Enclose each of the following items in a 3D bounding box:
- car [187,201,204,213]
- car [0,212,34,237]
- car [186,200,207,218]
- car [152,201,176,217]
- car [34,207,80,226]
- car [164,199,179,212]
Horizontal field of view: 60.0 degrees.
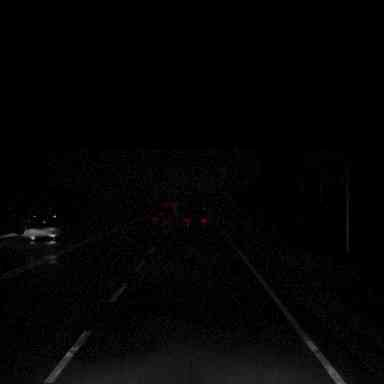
[{"bbox_3d":[0.506,1.941,44.045,2.033,1.411,5.357,0,-1,1],"label":"car"},{"bbox_3d":[-10.373,1.746,17.057,1.895,1.301,4.718,0,-1,1],"label":"car"},{"bbox_3d":[0.431,1.662,34.641,2.097,1.767,4.553,0,-1,1],"label":"car"},{"bbox_3d":[-3.038,1.917,35.691,1.895,1.301,4.718,0,-1,1],"label":"car"},{"bbox_3d":[-10.308,1.821,25.499,1.895,1.301,4.718,0,-1,1],"label":"car"},{"bbox_3d":[-2.945,1.749,44.884,2.097,1.767,4.553,0,-1,1],"label":"car"}]
